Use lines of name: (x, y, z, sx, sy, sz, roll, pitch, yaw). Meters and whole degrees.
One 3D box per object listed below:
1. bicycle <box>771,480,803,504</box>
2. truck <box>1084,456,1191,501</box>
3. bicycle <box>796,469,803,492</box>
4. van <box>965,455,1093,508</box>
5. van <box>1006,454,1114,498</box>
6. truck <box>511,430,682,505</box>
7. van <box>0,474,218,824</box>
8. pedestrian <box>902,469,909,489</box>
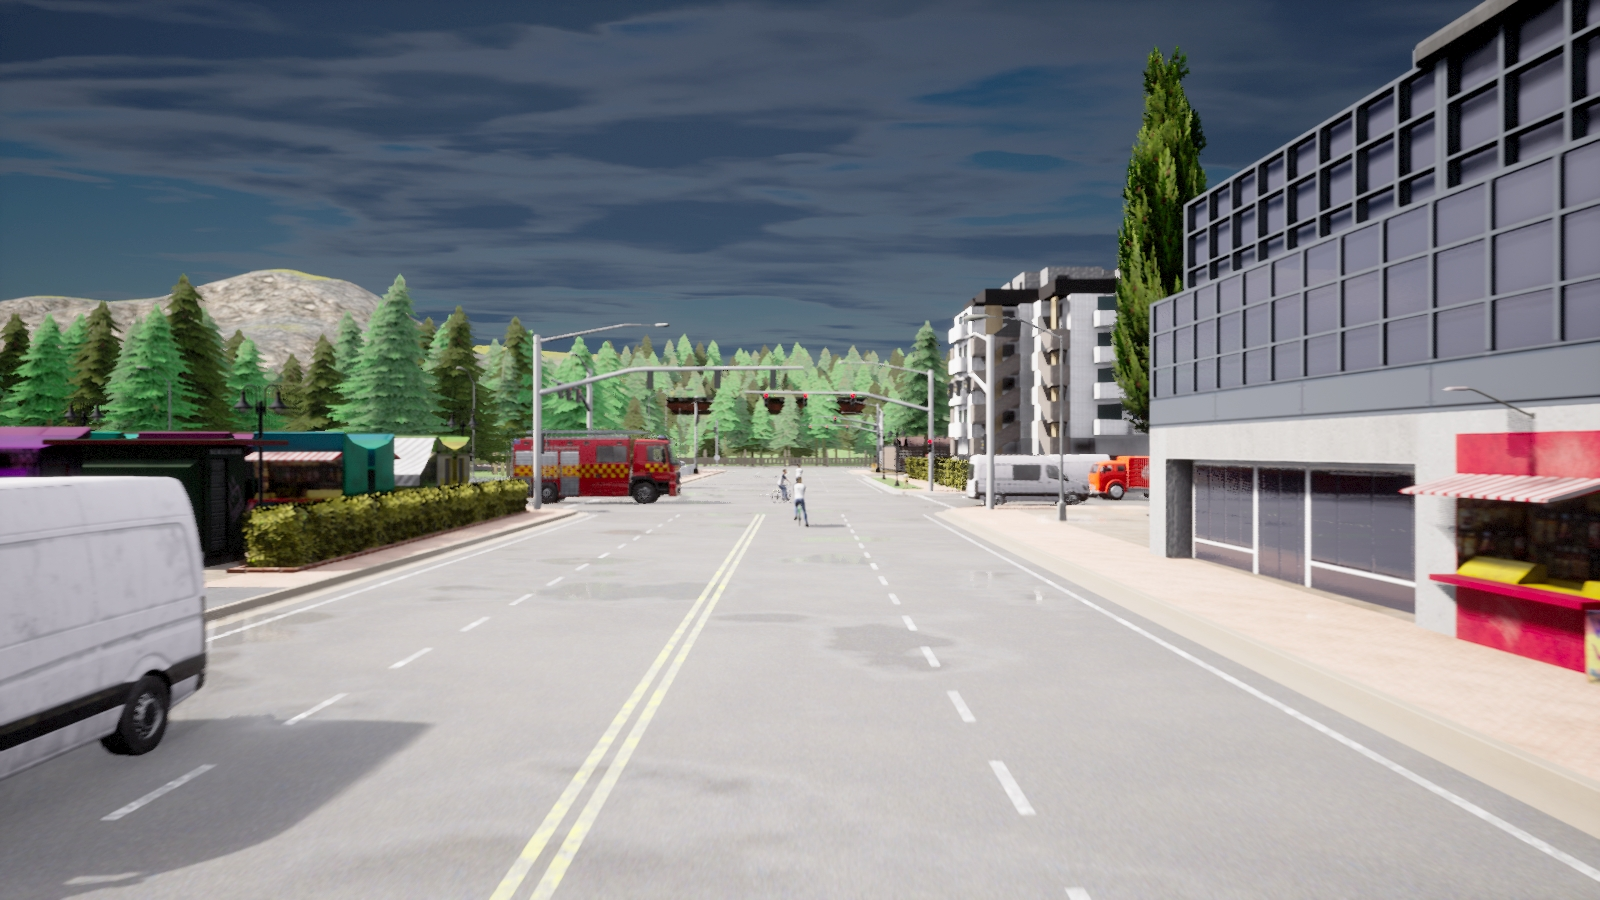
bicycle: (-0.694, 2.201, 59.993, 1.643, 1.196, 0.373, 0, 0, -1)
truck: (18.881, 1.564, 64.091, 5.204, 2.467, 2.627, 0, 0, -2)
bicycle: (-0.045, 2.050, 76.722, 0.373, 1.496, 1.643, 0, 0, 2)
van: (11.354, 1.531, 56.837, 5.915, 2.561, 1.988, 0, 0, -2)
van: (15.306, 1.530, 67.455, 5.915, 2.561, 1.988, 0, 0, -2)
truck: (-10.586, 0.886, 59.942, 8.468, 3.827, 2.891, 0, 0, -1)
van: (-7.006, 1.533, 8.841, 1.988, 2.561, 5.915, 0, 0, 0)
pedestrian: (7.229, 1.973, 78.023, 0.375, 1.300, 0.375, 0, 0, 21)
